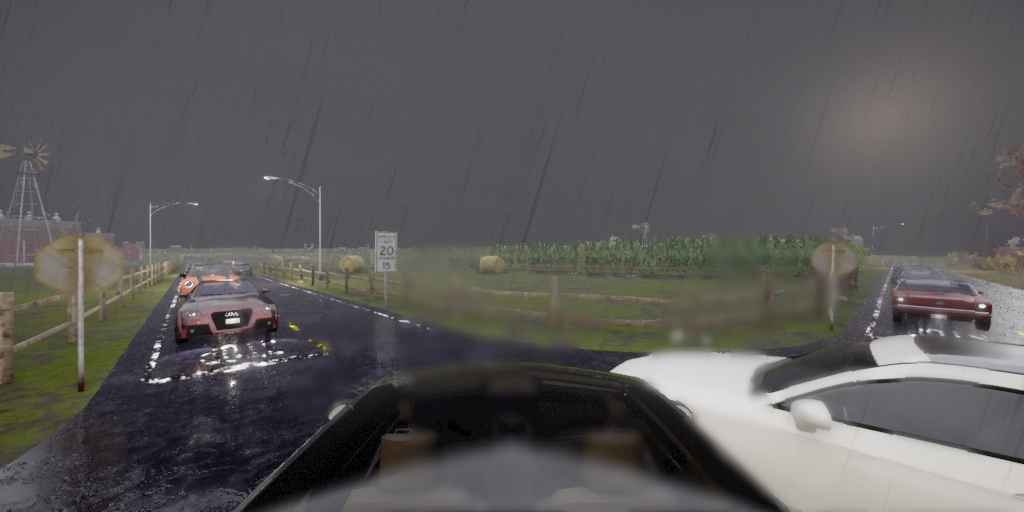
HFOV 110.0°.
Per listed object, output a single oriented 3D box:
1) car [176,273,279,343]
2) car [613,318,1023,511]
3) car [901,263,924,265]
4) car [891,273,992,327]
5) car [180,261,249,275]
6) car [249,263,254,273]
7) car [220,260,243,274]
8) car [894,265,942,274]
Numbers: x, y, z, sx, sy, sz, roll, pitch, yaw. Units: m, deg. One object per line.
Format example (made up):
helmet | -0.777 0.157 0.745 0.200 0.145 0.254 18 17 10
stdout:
car | -7.955 1.357 9.960 1.994 1.385 4.181 0 0 -43
car | 2.836 1.294 2.390 1.812 1.442 4.674 0 1 -44
car | 27.313 1.401 24.307 4.181 1.385 1.994 0 1 -43
car | 13.501 1.398 11.468 4.718 1.301 1.895 0 1 -43
car | -13.741 1.143 16.434 2.097 1.767 4.553 0 0 -42
car | -27.035 1.290 35.643 2.128 1.511 4.902 0 0 -42
car | -33.768 1.313 43.091 1.837 1.490 4.892 0 0 -42
car | 20.568 1.363 18.042 5.357 1.411 2.033 0 1 -43
